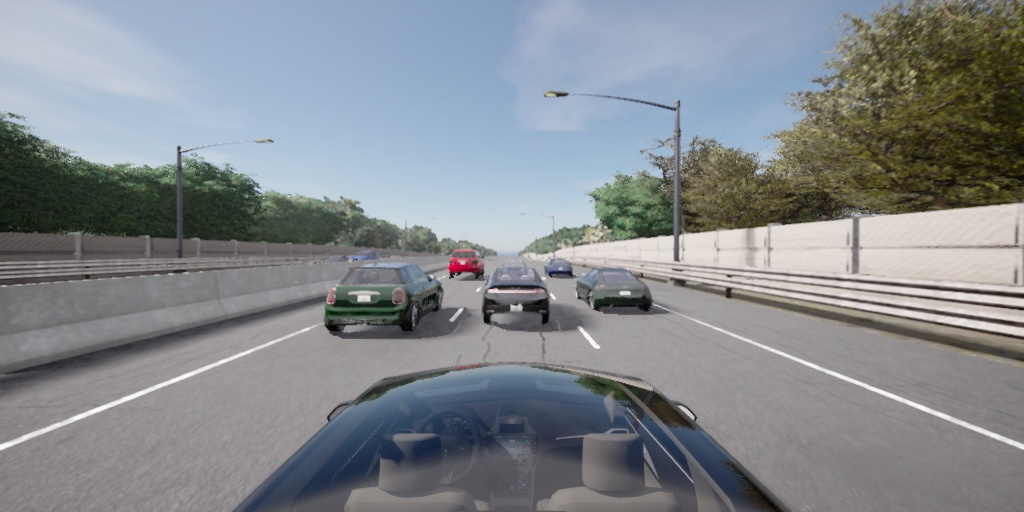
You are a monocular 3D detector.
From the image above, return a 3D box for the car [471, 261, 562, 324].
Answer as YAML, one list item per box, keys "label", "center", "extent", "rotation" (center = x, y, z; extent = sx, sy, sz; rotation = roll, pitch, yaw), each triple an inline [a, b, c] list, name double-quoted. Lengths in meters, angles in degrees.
- label: "car"
  center: [0.108, 1.074, 11.292]
  extent: [2.128, 1.511, 4.902]
  rotation: [0, 0, 0]

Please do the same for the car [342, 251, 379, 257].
- label: "car"
  center: [-17.496, 0.412, 42.531]
  extent: [2.150, 2.045, 5.566]
  rotation: [0, 0, 0]

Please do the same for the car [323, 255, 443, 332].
- label: "car"
  center: [-3.405, 0.955, 10.421]
  extent: [2.097, 1.767, 4.553]
  rotation: [0, 1, 1]

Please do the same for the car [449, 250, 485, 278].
- label: "car"
  center: [-3.355, 0.559, 27.203]
  extent: [2.150, 2.045, 5.566]
  rotation: [0, 1, 0]

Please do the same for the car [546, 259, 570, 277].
- label: "car"
  center: [3.650, 0.885, 28.766]
  extent: [1.994, 1.385, 4.181]
  rotation: [0, 1, 0]

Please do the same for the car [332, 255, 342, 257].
- label: "car"
  center: [-20.989, 0.689, 43.306]
  extent: [1.837, 1.490, 4.892]
  rotation: [0, 1, 0]

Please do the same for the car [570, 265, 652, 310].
- label: "car"
  center: [3.614, 1.114, 13.413]
  extent: [1.994, 1.385, 4.181]
  rotation: [0, 1, 0]
